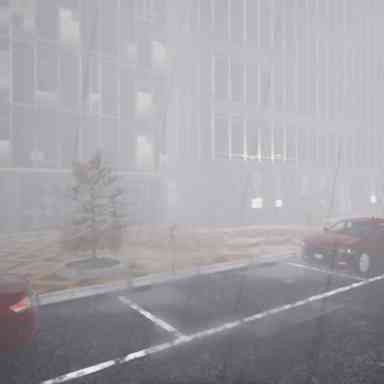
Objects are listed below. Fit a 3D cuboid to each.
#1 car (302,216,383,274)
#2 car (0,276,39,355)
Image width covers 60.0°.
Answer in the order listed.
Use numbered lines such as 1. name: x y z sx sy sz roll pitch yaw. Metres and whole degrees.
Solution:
1. car: 5.256 1.479 10.309 4.507 1.381 1.887 0 0 -36
2. car: -4.010 1.590 3.696 4.206 1.307 1.802 0 0 -36
